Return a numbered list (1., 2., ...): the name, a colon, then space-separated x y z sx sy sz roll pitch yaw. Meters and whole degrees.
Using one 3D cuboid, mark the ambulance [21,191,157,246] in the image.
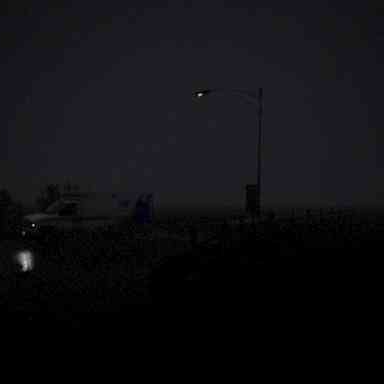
1. ambulance: -5.008 1.182 16.815 6.366 2.431 2.351 1 0 -40
